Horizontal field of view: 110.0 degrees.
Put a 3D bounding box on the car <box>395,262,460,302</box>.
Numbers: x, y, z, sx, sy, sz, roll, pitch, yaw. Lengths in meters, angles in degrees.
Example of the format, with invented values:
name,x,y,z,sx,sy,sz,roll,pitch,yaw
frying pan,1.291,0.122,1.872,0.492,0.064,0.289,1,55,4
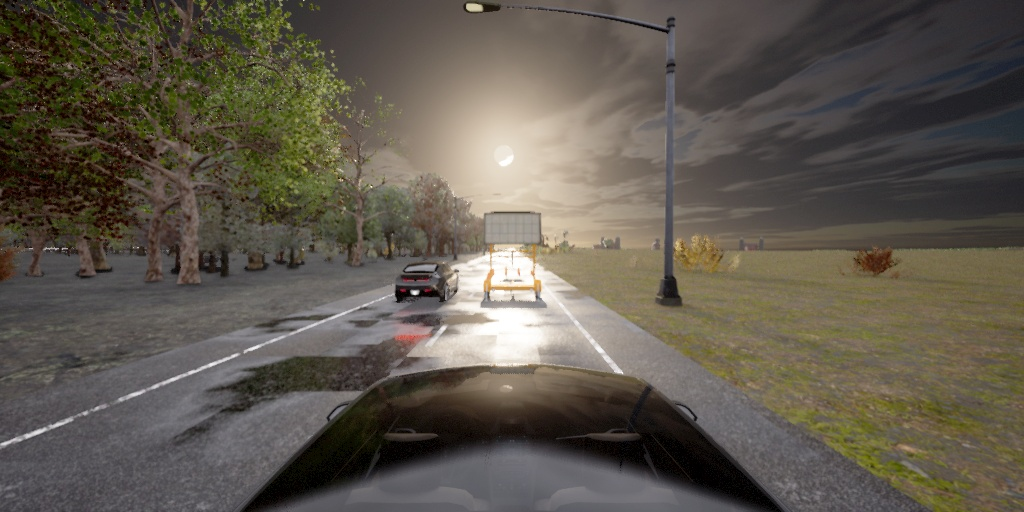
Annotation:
name,x,y,z,sx,sy,sz,roll,pitch,yaw
car,-3.387,0.964,14.926,1.837,1.490,4.892,0,1,0

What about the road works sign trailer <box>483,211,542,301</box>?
name,x,y,z,sx,sy,sz,roll,pitch,yaw
road works sign trailer,0.020,-0.081,15.128,2.380,3.560,2.880,0,0,0
